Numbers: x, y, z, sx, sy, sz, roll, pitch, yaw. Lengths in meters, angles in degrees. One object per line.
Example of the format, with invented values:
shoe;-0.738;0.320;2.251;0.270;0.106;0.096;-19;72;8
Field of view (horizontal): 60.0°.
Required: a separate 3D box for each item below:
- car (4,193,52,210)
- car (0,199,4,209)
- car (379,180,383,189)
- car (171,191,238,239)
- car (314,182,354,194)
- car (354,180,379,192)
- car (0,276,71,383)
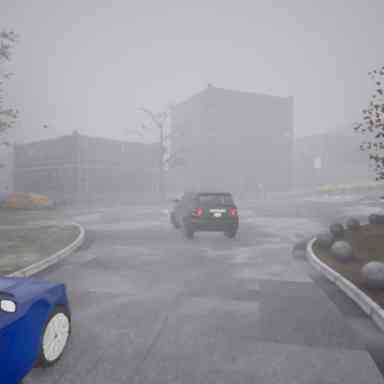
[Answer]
car;-15.764;0.842;31.623;5.008;1.535;1.882;1;1;16
car;-19.542;0.866;29.121;5.008;1.535;1.882;1;1;12
car;28.691;-1.297;50.295;5.366;1.575;1.946;-4;3;-28
car;0.457;0.945;15.936;2.150;2.045;5.566;1;1;-12
car;18.973;-0.593;45.088;5.366;1.575;1.946;-4;3;-28
car;23.834;-0.946;47.686;5.366;1.575;1.946;-4;3;-28
car;-2.748;1.415;2.621;1.882;1.535;5.008;0;1;5
